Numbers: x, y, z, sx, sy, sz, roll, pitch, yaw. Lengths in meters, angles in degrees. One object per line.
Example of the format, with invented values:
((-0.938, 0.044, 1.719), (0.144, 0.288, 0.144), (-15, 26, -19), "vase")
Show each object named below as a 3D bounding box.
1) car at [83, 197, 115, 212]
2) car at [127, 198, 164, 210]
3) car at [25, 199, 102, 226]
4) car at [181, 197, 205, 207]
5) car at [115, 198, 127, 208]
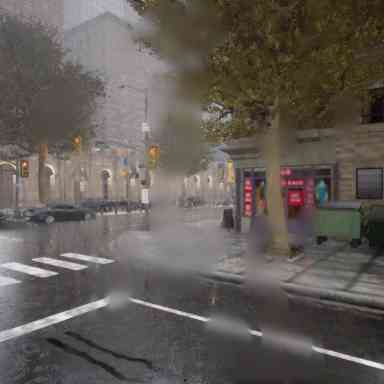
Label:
((-10.931, 1.352, 35.423), (2.097, 1.767, 4.553), (0, 0, 36), "car")
((-5.639, 1.505, 42.739), (1.837, 1.490, 4.892), (0, 0, 36), "car")
((-9.263, 1.505, 23.807), (1.837, 1.490, 4.892), (2, 1, 40), "car")
((0.183, 1.505, 50.778), (1.837, 1.490, 4.892), (0, 0, 36), "car")
((-10.121, 1.595, 47.893), (1.895, 1.301, 4.718), (0, 0, 36), "car")
